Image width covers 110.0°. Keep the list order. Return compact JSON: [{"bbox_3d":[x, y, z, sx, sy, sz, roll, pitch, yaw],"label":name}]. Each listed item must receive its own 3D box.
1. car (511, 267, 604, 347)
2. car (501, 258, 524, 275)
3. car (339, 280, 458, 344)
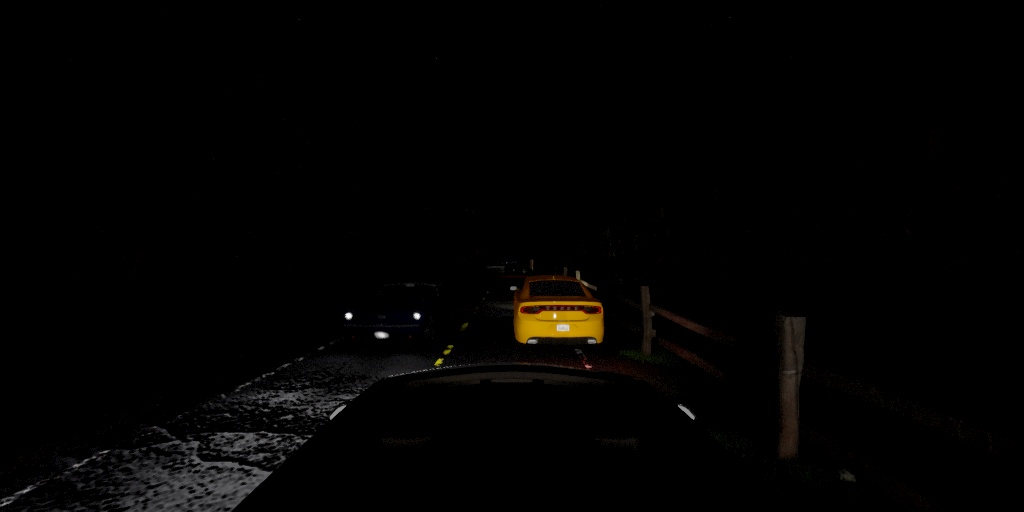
[{"bbox_3d":[0.985,1.227,9.357,1.882,1.535,5.008,0,0,0],"label":"car"},{"bbox_3d":[0.175,1.219,38.330,2.128,1.511,4.902,0,0,0],"label":"car"},{"bbox_3d":[-2.727,1.350,9.722,1.895,1.301,4.718,0,0,0],"label":"car"}]
